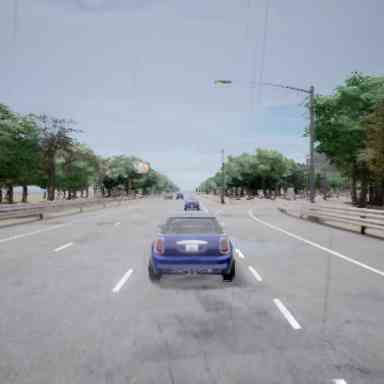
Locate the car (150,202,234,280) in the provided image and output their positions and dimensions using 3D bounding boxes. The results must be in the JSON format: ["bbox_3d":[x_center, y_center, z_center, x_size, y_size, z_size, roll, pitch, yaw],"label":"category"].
[{"bbox_3d":[-0.001,1.352,10.060,2.097,1.767,4.553,0,0,0],"label":"car"}]

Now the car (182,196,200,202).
[{"bbox_3d":[-0.017,1.525,41.653,1.812,1.442,4.674,0,0,0],"label":"car"}]
